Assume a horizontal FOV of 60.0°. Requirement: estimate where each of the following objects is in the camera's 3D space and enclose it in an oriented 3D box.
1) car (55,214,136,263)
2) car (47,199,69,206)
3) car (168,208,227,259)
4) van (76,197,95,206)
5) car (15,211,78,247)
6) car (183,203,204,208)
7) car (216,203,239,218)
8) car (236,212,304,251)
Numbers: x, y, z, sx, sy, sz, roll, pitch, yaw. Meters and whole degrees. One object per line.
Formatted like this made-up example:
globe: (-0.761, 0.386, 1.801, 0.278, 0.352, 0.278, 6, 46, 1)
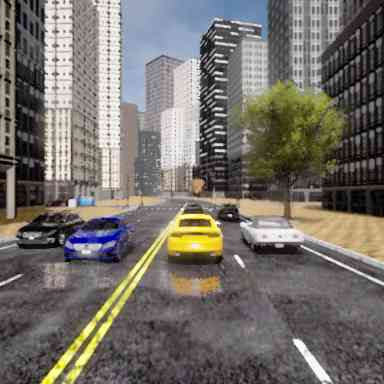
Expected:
car: (-3.327, 1.679, 12.823, 1.812, 1.442, 4.674, 0, -1, 0)
car: (-28.041, 2.141, 69.840, 4.507, 1.381, 1.887, 0, 0, 2)
car: (0.119, 1.636, 13.273, 1.882, 1.535, 5.008, 0, -1, 0)
van: (-22.502, 1.963, 69.783, 3.998, 1.788, 1.690, 0, 0, 2)
car: (-6.568, 1.696, 16.054, 1.837, 1.490, 4.892, 0, -1, 0)
car: (0.165, 1.874, 32.106, 1.837, 1.490, 4.892, 0, -1, 0)
car: (3.415, 1.873, 32.075, 1.837, 1.490, 4.892, 0, -1, 0)
car: (3.377, 1.780, 15.007, 1.895, 1.301, 4.718, 0, -1, 0)
